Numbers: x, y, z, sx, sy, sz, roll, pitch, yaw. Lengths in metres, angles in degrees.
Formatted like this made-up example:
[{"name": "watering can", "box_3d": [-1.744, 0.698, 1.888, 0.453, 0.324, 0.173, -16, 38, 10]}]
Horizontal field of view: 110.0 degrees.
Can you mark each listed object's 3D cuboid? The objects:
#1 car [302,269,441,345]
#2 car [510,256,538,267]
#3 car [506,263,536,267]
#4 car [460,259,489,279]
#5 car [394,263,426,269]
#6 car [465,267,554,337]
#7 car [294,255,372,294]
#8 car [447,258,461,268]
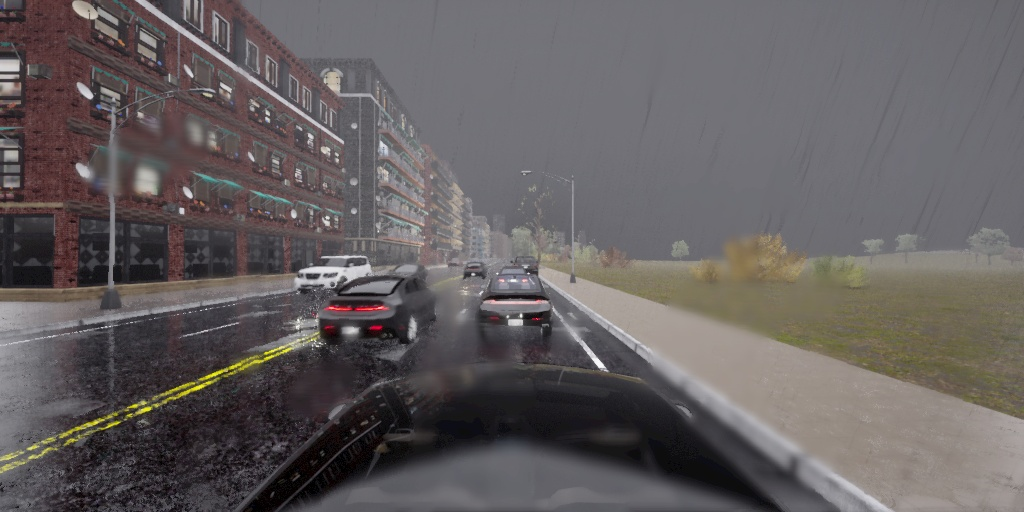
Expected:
[{"name": "car", "box_3d": [-3.167, 1.255, 9.503, 1.837, 1.490, 4.892, 0, 0, 0]}, {"name": "car", "box_3d": [1.069, 0.979, 30.924, 2.150, 2.045, 5.566, 0, 0, 0]}, {"name": "car", "box_3d": [0.060, 1.301, 20.712, 2.033, 1.411, 5.357, 0, 0, 0]}, {"name": "car", "box_3d": [-3.222, 1.260, 32.224, 1.837, 1.490, 4.892, 0, 0, 0]}, {"name": "car", "box_3d": [-6.649, 1.231, 23.075, 1.882, 1.535, 5.008, 0, 0, 0]}, {"name": "car", "box_3d": [0.081, 1.243, 10.272, 2.128, 1.511, 4.902, 0, 0, 0]}, {"name": "car", "box_3d": [-9.895, 0.974, 20.459, 2.150, 2.045, 5.566, 0, 0, 0]}, {"name": "car", "box_3d": [-9.959, 1.104, 62.721, 2.097, 1.767, 4.553, 0, 0, 0]}]
